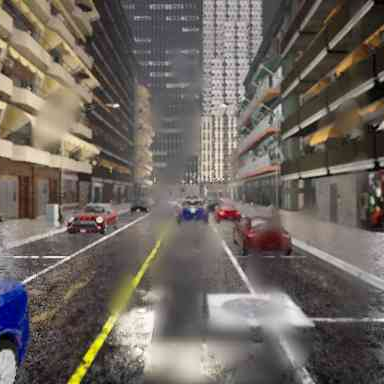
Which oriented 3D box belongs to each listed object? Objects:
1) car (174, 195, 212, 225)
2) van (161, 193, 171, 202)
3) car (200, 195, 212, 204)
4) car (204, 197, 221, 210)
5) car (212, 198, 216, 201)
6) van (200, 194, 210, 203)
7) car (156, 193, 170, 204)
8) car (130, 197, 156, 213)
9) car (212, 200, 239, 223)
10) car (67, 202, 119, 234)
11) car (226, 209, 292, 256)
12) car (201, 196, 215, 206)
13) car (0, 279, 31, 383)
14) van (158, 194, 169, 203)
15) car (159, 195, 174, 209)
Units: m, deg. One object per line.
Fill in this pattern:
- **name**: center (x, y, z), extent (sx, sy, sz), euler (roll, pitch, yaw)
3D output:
- **car**: center (0.054, 1.277, 23.825), extent (2.097, 1.767, 4.553), euler (0, 0, 0)
- **van**: center (-5.440, 1.195, 69.540), extent (1.690, 1.788, 3.998), euler (0, 0, 0)
- **car**: center (2.461, 1.303, 58.180), extent (1.967, 1.590, 4.097), euler (0, 0, 0)
- **car**: center (2.492, 1.412, 41.283), extent (1.752, 1.417, 4.829), euler (0, 0, 0)
- **car**: center (2.503, 1.464, 35.423), extent (1.947, 1.339, 4.313), euler (0, 0, 0)
- **van**: center (2.451, 1.199, 63.870), extent (1.690, 1.788, 3.998), euler (0, 0, 0)
- **car**: center (-5.419, 1.302, 58.160), extent (1.967, 1.590, 4.097), euler (0, 0, 0)
- **car**: center (-5.377, 1.464, 35.402), extent (1.947, 1.339, 4.313), euler (0, 0, 0)
- **car**: center (2.524, 1.508, 24.043), extent (1.802, 1.307, 4.206), euler (0, 0, 0)
- **car**: center (-5.344, 1.382, 18.332), extent (1.967, 1.590, 4.097), euler (0, 0, 0)
- **car**: center (2.546, 1.541, 12.665), extent (1.802, 1.307, 4.206), euler (0, 0, 0)
- **car**: center (2.471, 1.414, 52.491), extent (1.887, 1.381, 4.507), euler (0, 0, 0)
- **car**: center (-2.854, 1.470, 1.920), extent (1.882, 1.535, 5.008), euler (0, 0, 0)
- **van**: center (-5.430, 1.199, 63.850), extent (1.690, 1.788, 3.998), euler (0, 0, 0)
- **car**: center (-2.921, 1.482, 44.231), extent (1.895, 1.301, 4.718), euler (0, 0, 0)
